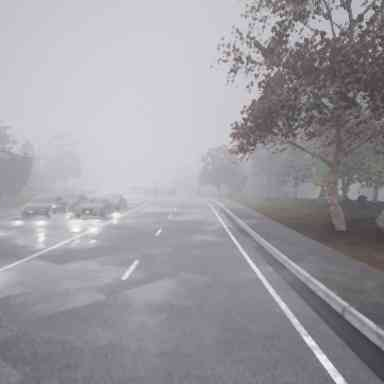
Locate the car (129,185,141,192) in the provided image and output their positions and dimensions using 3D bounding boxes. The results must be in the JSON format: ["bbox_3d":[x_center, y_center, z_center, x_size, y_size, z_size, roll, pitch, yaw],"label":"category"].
[{"bbox_3d":[-12.017,-0.868,72.263,1.882,1.535,5.008,1,2,-35],"label":"car"}]

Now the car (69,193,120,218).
[{"bbox_3d":[-6.833,1.049,23.746,1.994,1.385,4.181,1,2,0],"label":"car"}]

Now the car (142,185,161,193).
[{"bbox_3d":[-9.033,-0.764,74.090,2.128,1.511,4.902,1,2,-35],"label":"car"}]

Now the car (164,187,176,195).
[{"bbox_3d":[-4.635,-0.295,65.037,2.128,1.511,4.902,1,2,-25],"label":"car"}]

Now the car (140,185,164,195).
[{"bbox_3d":[-7.665,-0.330,63.157,2.128,1.511,4.902,1,2,-25],"label":"car"}]

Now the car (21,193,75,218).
[{"bbox_3d":[-10.332,0.973,23.783,1.837,1.490,4.892,1,2,0],"label":"car"}]

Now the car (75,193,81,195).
[{"bbox_3d":[-10.318,0.816,28.974,2.033,1.411,5.357,1,2,1],"label":"car"}]

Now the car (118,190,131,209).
[{"bbox_3d":[-6.822,0.835,28.763,1.812,1.442,4.674,1,2,1],"label":"car"}]
